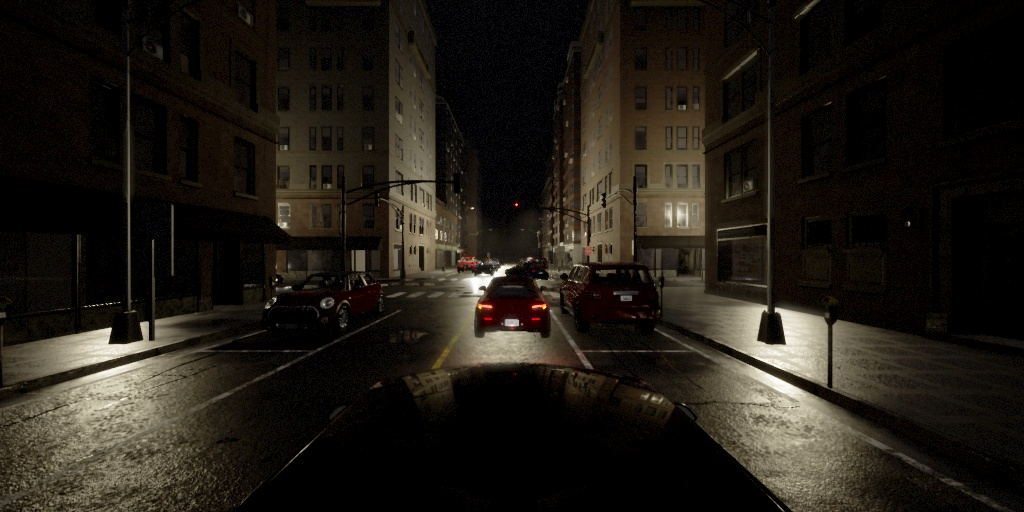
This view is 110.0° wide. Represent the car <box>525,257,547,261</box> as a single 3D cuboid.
[{"bbox_3d":[2.781,1.063,37.752,2.192,1.841,5.009,0,0,0],"label":"car"}]

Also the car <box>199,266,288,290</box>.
[{"bbox_3d":[-17.068,1.362,22.958,4.181,1.385,1.994,0,0,0],"label":"car"}]

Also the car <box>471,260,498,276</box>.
[{"bbox_3d":[-2.769,1.349,36.672,1.895,1.301,4.718,0,0,0],"label":"car"}]

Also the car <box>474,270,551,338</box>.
[{"bbox_3d":[0.025,1.276,10.053,1.812,1.442,4.674,0,0,1],"label":"car"}]

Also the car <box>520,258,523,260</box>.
[{"bbox_3d":[2.805,1.061,54.264,2.192,1.841,5.009,0,0,0],"label":"car"}]

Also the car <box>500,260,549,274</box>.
[{"bbox_3d":[1.172,1.309,29.919,1.994,1.385,4.181,0,0,-34],"label":"car"}]

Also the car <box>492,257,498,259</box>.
[{"bbox_3d":[-2.713,1.294,57.162,2.033,1.411,5.357,0,0,1],"label":"car"}]

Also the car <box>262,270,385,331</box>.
[{"bbox_3d":[-5.369,1.190,10.714,1.967,1.591,4.097,0,0,0],"label":"car"}]

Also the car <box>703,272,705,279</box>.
[{"bbox_3d":[16.237,1.227,25.756,4.674,1.442,1.812,0,0,0],"label":"car"}]

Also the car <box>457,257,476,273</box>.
[{"bbox_3d":[-5.326,1.062,43.274,2.192,1.841,5.009,0,0,0],"label":"car"}]

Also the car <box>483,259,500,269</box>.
[{"bbox_3d":[-2.743,1.348,46.679,1.895,1.301,4.718,0,0,0],"label":"car"}]

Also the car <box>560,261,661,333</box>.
[{"bbox_3d":[2.656,1.064,10.696,2.192,1.841,5.009,0,0,0],"label":"car"}]
